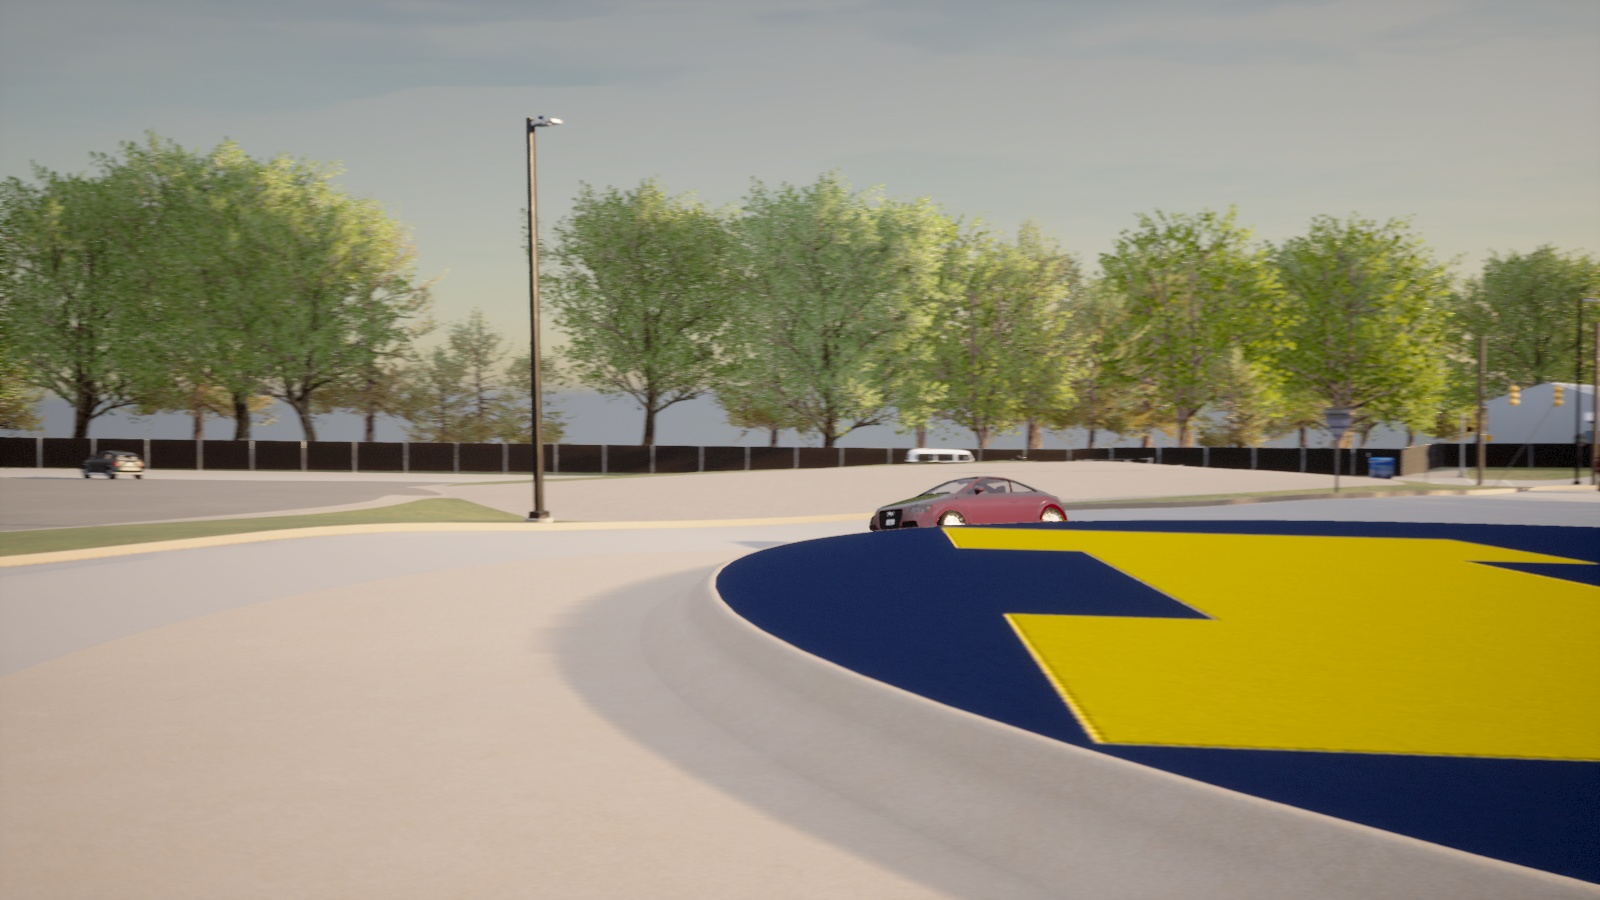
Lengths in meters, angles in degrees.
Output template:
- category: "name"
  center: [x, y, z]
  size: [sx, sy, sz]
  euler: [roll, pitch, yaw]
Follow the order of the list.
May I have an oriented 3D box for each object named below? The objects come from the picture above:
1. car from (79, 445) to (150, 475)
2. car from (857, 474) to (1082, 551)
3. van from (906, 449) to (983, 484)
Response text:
- category: "car"
  center: [-37.518, 0.553, 68.711]
  size: [3.705, 1.549, 1.789]
  euler: [1, -1, 33]
- category: "car"
  center: [3.479, 1.267, 25.707]
  size: [4.181, 1.385, 1.994]
  euler: [1, -6, -32]
- category: "van"
  center: [9.031, 1.027, 78.781]
  size: [4.480, 2.038, 2.069]
  euler: [0, 3, -4]
